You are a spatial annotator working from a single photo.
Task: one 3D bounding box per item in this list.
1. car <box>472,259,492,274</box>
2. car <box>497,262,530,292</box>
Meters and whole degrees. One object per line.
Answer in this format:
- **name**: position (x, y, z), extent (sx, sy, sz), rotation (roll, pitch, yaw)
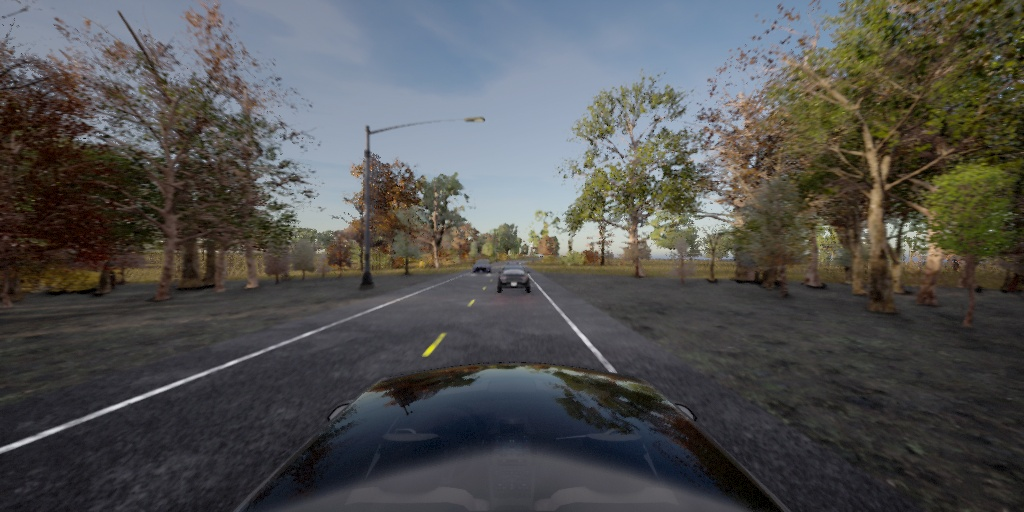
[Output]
- **car**: position (-3.506, 1.177, 43.057), extent (2.097, 1.767, 4.553), rotation (0, 0, 0)
- **car**: position (0.106, 1.312, 21.369), extent (1.812, 1.442, 4.674), rotation (0, 0, 0)
